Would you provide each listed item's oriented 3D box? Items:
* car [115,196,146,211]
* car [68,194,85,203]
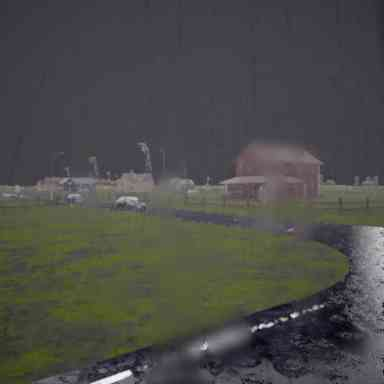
[{"bbox_3d":[-6.462,1.145,34.413,1.812,1.442,4.674,-1,1,-35],"label":"car"},{"bbox_3d":[-17.711,1.009,50.581,1.812,1.442,4.674,-1,1,-35],"label":"car"}]
